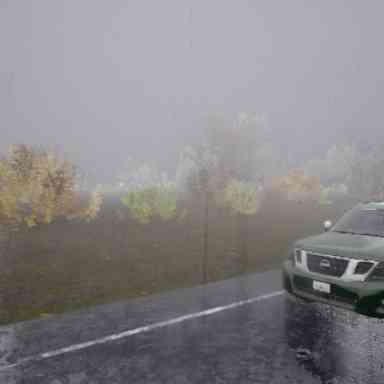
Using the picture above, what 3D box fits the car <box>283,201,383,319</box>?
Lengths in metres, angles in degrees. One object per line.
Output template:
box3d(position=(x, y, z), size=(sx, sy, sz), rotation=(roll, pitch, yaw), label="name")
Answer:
box3d(position=(4.397, 1.224, 7.126), size=(5.566, 2.045, 2.150), rotation=(0, 0, -35), label="car")
